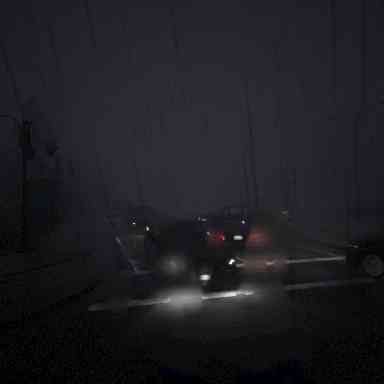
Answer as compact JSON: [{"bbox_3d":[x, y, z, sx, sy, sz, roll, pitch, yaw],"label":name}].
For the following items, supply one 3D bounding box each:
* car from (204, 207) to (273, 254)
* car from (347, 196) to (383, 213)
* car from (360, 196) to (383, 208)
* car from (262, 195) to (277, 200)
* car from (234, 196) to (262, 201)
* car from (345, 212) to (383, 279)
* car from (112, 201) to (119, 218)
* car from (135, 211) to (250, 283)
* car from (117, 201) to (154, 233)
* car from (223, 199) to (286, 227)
[{"bbox_3d":[1.351,1.538,13.389,2.033,1.411,5.357,0,0,-4],"label":"car"},{"bbox_3d":[15.598,1.356,29.196,1.970,1.475,3.806,0,0,-17],"label":"car"},{"bbox_3d":[23.911,1.274,43.180,1.845,1.501,3.633,0,0,-17],"label":"car"},{"bbox_3d":[10.355,1.277,47.111,2.152,1.636,5.027,0,0,-17],"label":"car"},{"bbox_3d":[7.366,1.287,46.156,2.007,1.523,4.514,0,0,-17],"label":"car"},{"bbox_3d":[6.531,1.475,8.238,5.008,1.535,1.882,0,0,39],"label":"car"},{"bbox_3d":[-6.258,1.515,30.098,2.033,1.411,5.357,0,0,-17],"label":"car"},{"bbox_3d":[-0.371,1.543,10.110,2.033,1.411,5.357,0,0,-15],"label":"car"},{"bbox_3d":[-3.101,1.529,19.945,2.033,1.411,5.357,0,0,-17],"label":"car"},{"bbox_3d":[2.849,1.467,19.896,5.357,1.411,2.033,-3,1,-15],"label":"car"}]
